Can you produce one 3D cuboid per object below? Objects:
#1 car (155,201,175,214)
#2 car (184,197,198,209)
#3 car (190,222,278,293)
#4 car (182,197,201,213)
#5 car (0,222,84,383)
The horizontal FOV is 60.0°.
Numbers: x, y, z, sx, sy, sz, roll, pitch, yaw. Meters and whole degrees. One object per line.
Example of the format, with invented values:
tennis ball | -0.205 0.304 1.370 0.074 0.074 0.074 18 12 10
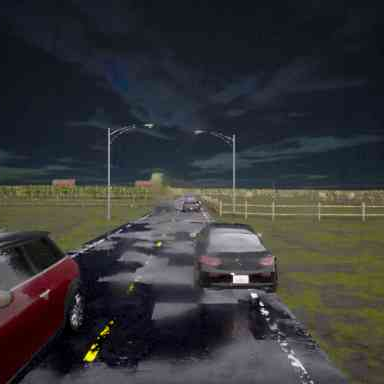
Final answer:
car | -2.857 1.596 35.194 1.895 1.301 4.718 0 0 0
car | -0.115 1.469 46.986 1.882 1.535 5.008 0 0 0
car | 0.938 1.526 8.736 1.812 1.442 4.674 0 0 0
car | -0.040 1.486 36.574 2.128 1.511 4.902 0 0 0
car | -2.859 1.352 3.687 2.097 1.767 4.553 0 0 0
